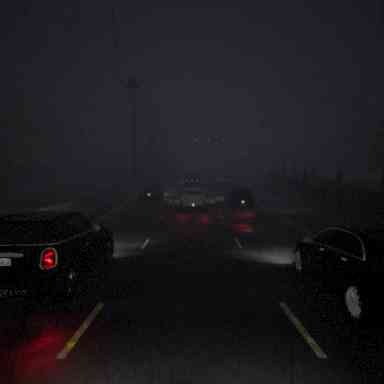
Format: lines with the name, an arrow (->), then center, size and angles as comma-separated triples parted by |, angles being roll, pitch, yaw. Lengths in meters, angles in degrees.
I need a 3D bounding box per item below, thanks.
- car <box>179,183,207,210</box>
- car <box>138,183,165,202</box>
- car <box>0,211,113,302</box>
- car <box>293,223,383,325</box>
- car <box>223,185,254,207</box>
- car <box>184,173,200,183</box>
car -> 0.072, 0.399, 23.947 | 1.812, 1.442, 4.674 | 0, 5, 0
car -> -3.452, -0.060, 28.616 | 1.994, 1.385, 4.181 | 0, 7, 0
car -> -3.401, 1.226, 8.135 | 2.097, 1.767, 4.553 | 0, 2, 0
car -> 3.597, 1.414, 6.921 | 1.837, 1.490, 4.892 | 0, 2, 0
car -> 3.563, 0.203, 25.681 | 1.837, 1.490, 4.892 | 0, 6, 0
car -> -0.012, -1.518, 39.652 | 2.033, 1.411, 5.357 | 0, 8, 0
